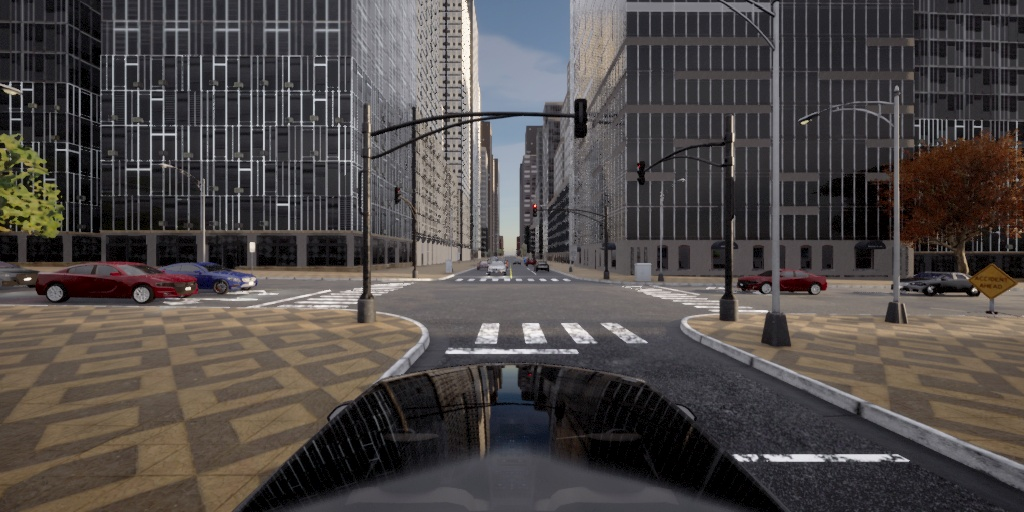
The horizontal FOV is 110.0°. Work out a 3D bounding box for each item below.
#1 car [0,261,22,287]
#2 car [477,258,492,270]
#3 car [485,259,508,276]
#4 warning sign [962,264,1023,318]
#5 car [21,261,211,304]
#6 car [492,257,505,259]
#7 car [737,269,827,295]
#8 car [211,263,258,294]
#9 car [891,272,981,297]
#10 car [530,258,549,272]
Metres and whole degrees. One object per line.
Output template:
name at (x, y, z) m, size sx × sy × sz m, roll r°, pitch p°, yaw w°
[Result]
car at (-24.903, 0.882, 16.875) m, size 4.181 × 1.385 × 1.994 m, roll 1°, pitch 0°, yaw -3°
car at (-4.119, 1.342, 52.154) m, size 1.802 × 1.307 × 4.207 m, roll 0°, pitch 0°, yaw 0°
car at (-1.565, 1.292, 38.250) m, size 1.812 × 1.442 × 4.674 m, roll 0°, pitch 0°, yaw 0°
warning sign at (17.257, 1.204, 12.900) m, size 1.060 × 1.860 × 1.300 m, roll 0°, pitch 0°, yaw -3°
car at (-15.288, 0.973, 14.080) m, size 5.008 × 1.535 × 1.882 m, roll 1°, pitch 0°, yaw -2°
car at (-1.679, 1.108, 58.518) m, size 2.097 × 1.767 × 4.553 m, roll 0°, pitch 0°, yaw -1°
car at (16.718, 1.554, 22.334) m, size 5.008 × 1.535 × 1.882 m, roll 1°, pitch 0°, yaw -3°
car at (-14.977, 1.026, 17.352) m, size 4.674 × 1.442 × 1.812 m, roll 1°, pitch 0°, yaw -1°
car at (27.061, 1.753, 22.831) m, size 4.902 × 1.511 × 2.128 m, roll 1°, pitch 0°, yaw -3°
car at (3.844, 1.328, 46.676) m, size 1.948 × 1.339 × 4.313 m, roll 0°, pitch 0°, yaw 0°
